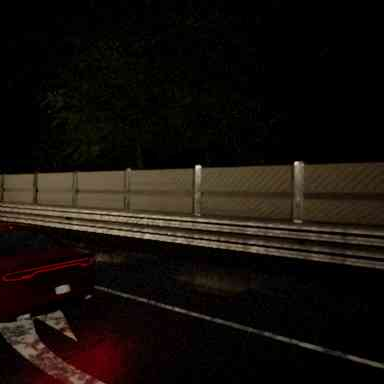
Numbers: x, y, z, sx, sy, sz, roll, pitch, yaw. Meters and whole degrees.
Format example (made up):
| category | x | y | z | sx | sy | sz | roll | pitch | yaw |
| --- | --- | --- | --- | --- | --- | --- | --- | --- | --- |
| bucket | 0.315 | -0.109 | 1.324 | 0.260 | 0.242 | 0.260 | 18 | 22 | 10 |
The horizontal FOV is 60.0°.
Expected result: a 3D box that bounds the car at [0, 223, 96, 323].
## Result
| category | x | y | z | sx | sy | sz | roll | pitch | yaw |
| --- | --- | --- | --- | --- | --- | --- | --- | --- | --- |
| car | -4.087 | 1.381 | 6.783 | 5.008 | 1.535 | 1.882 | 1 | 1 | 35 |
